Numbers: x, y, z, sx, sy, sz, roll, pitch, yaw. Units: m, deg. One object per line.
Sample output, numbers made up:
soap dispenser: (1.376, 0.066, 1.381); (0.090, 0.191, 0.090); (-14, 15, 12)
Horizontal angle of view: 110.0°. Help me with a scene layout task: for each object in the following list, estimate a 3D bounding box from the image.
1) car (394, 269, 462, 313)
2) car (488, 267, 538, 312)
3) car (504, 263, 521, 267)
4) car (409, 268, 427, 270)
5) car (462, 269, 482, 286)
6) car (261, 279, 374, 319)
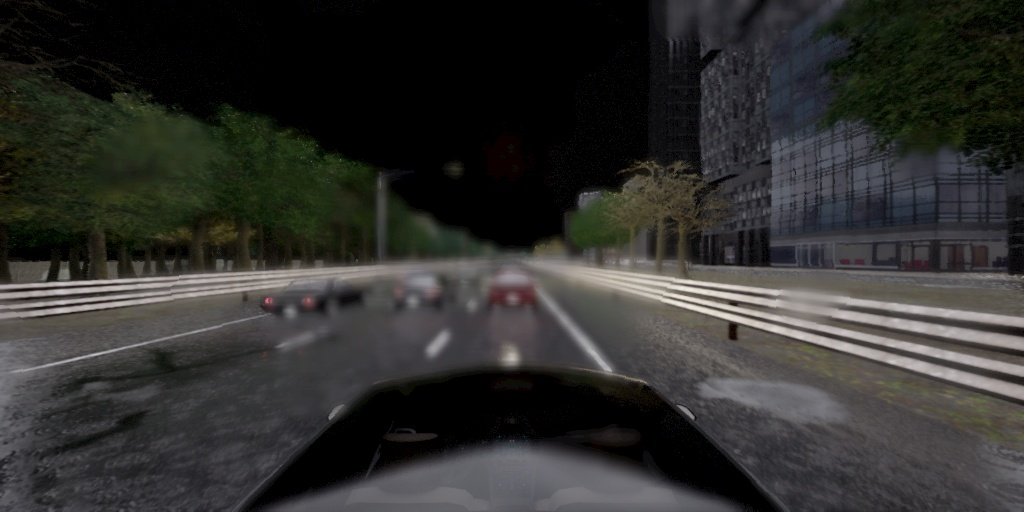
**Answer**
car: (-3.440, 1.441, 14.868); (1.812, 1.442, 4.674); (0, 0, 1)
car: (0.059, 1.398, 15.282); (1.882, 1.535, 5.008); (0, 0, 0)
car: (0.053, 1.439, 29.062); (2.097, 1.767, 4.553); (0, -1, 1)
car: (-6.964, 1.612, 27.008); (2.033, 1.411, 5.357); (0, -1, 0)
car: (-3.452, 1.683, 28.538); (1.895, 1.301, 4.718); (0, -1, 1)
car: (-6.957, 1.500, 13.534); (1.895, 1.301, 4.718); (0, -1, 1)
